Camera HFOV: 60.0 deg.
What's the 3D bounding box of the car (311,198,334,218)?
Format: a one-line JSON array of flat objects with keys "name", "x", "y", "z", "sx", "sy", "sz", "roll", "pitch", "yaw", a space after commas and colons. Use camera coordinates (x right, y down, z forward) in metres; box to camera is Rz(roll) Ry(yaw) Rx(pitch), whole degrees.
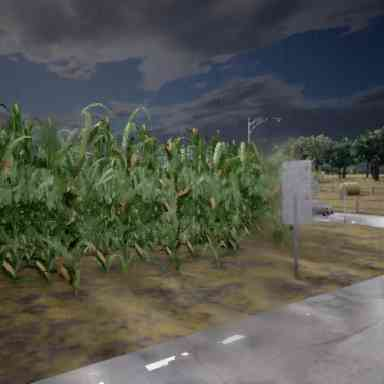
[{"name": "car", "x": 8.410, "y": 1.100, "z": 25.508, "sx": 1.837, "sy": 1.490, "sz": 4.892, "roll": -1, "pitch": 2, "yaw": -35}]
